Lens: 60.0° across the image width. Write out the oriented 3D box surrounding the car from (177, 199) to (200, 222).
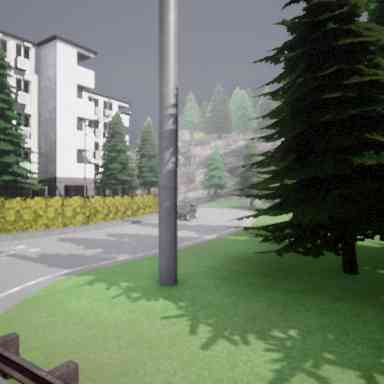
[{"bbox_3d":[-0.807,1.661,28.579,1.837,1.490,4.892,0,0,14],"label":"car"}]
